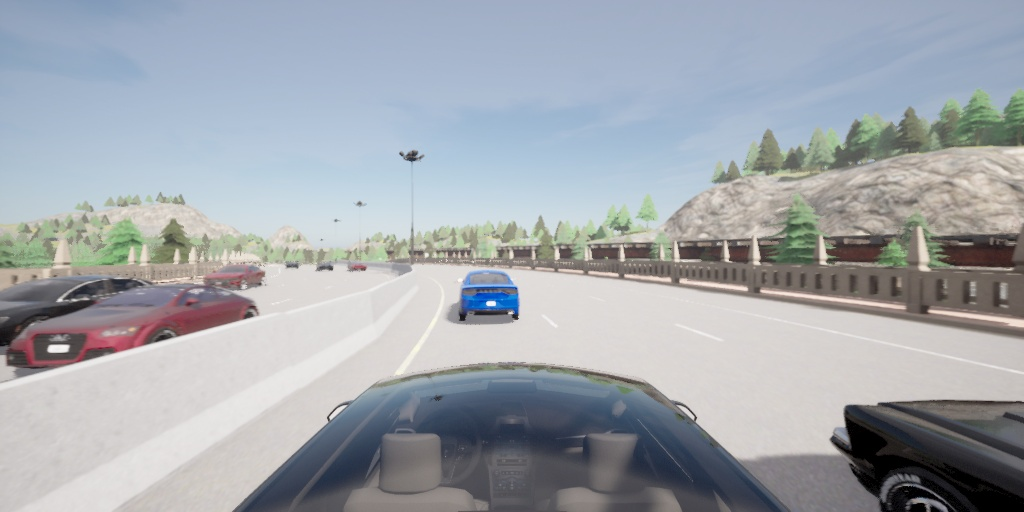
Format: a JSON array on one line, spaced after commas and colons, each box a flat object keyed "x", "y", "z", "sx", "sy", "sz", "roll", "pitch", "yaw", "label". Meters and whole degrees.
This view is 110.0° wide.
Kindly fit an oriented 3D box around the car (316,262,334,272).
[{"x": -25.520, "y": 1.449, "z": 48.971, "sx": 1.895, "sy": 1.301, "sz": 4.718, "roll": -1, "pitch": 0, "yaw": -32, "label": "car"}]

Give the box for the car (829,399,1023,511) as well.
[{"x": 3.476, "y": 1.345, "z": 0.679, "sx": 1.895, "sy": 1.301, "sz": 4.718, "roll": 0, "pitch": 0, "yaw": 0, "label": "car"}]

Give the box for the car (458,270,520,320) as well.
[{"x": -0.900, "y": 1.220, "z": 12.764, "sx": 1.882, "sy": 1.535, "sz": 5.008, "roll": 0, "pitch": 0, "yaw": -7, "label": "car"}]

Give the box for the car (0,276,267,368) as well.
[{"x": -7.598, "y": 1.329, "z": 7.842, "sx": 1.994, "sy": 1.385, "sz": 4.181, "roll": 0, "pitch": 0, "yaw": -6, "label": "car"}]

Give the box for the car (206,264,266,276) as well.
[{"x": -17.371, "y": 1.283, "z": 22.739, "sx": 1.882, "sy": 1.535, "sz": 5.008, "roll": 0, "pitch": 0, "yaw": -17, "label": "car"}]

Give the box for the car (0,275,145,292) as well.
[{"x": -11.214, "y": 1.280, "z": 9.084, "sx": 1.837, "sy": 1.490, "sz": 4.892, "roll": 0, "pitch": 0, "yaw": -6, "label": "car"}]

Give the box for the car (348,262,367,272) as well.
[{"x": -20.440, "y": 1.413, "z": 47.347, "sx": 1.895, "sy": 1.301, "sz": 4.718, "roll": 0, "pitch": 0, "yaw": -31, "label": "car"}]
